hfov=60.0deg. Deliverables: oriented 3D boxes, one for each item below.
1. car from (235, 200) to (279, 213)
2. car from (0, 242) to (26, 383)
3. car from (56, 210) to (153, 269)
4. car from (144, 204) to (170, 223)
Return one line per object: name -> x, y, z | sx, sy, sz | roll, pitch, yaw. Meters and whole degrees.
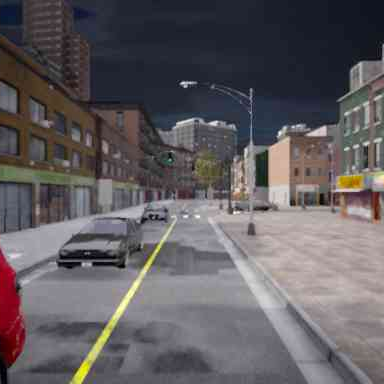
car -> 7.210, 1.611, 36.865 | 4.902, 1.511, 2.128 | 0, 0, -6
car -> -2.848, 1.227, 1.309 | 2.150, 2.045, 5.566 | 0, 0, 0
car -> -2.840, 1.596, 11.663 | 2.033, 1.411, 5.357 | 0, 0, 0
car -> -2.779, 1.675, 26.296 | 1.994, 1.385, 4.181 | 0, 0, 0
